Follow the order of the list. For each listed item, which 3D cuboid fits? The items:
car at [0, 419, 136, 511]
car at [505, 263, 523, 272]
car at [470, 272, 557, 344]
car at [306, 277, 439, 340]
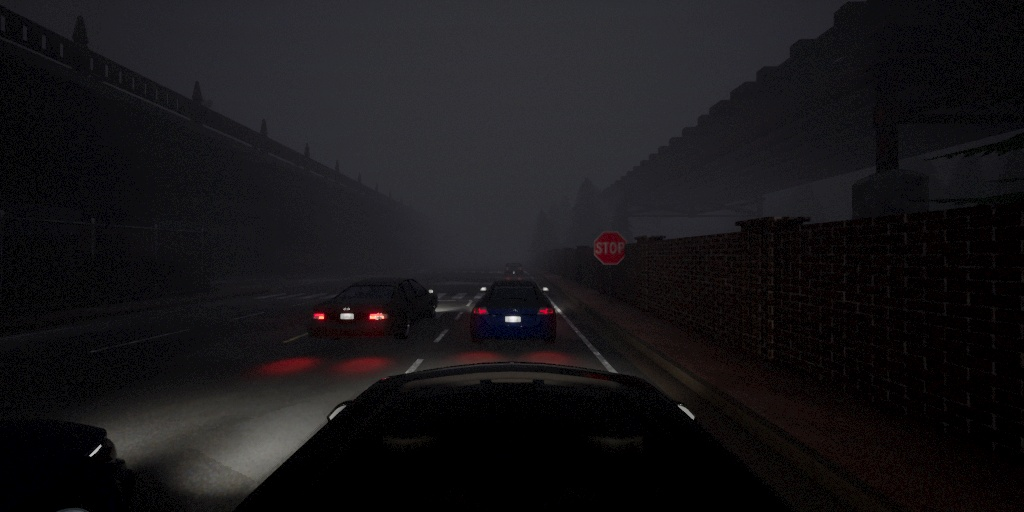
[{"bbox_3d":[-3.396,1.276,0.359,1.812,1.442,4.674,0,0,0],"label":"car"},{"bbox_3d":[0.176,1.351,38.077,1.895,1.301,4.718,0,0,0],"label":"car"},{"bbox_3d":[0.063,1.314,9.634,1.994,1.385,4.181,0,0,1],"label":"car"},{"bbox_3d":[-3.420,1.297,9.931,2.033,1.411,5.357,0,0,0],"label":"car"}]
